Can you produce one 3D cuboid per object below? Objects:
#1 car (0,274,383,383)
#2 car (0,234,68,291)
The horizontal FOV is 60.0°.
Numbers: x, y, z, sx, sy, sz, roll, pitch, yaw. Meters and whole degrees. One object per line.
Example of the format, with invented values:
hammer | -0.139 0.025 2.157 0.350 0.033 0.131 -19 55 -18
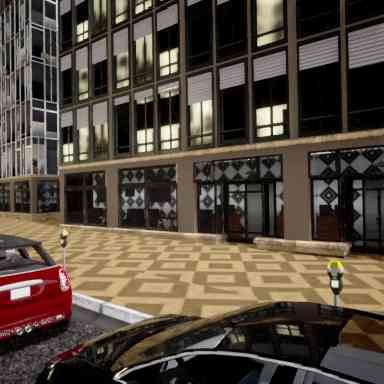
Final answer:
car | 0.627 1.566 2.465 4.313 1.339 1.947 0 -1 36
car | -3.948 1.441 5.844 4.097 1.590 1.967 0 -1 37
